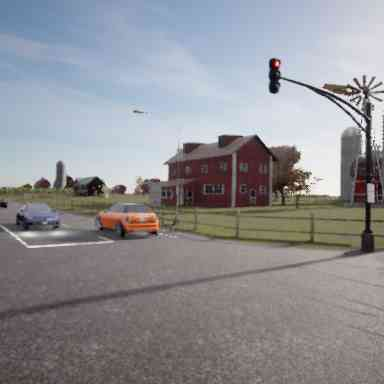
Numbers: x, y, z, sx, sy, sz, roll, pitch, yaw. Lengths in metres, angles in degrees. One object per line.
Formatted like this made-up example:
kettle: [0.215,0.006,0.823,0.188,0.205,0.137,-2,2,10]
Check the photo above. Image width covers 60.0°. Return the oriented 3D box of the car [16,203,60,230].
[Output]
car: [-9.389,1.414,20.122,1.812,1.442,4.674,2,-1,-35]

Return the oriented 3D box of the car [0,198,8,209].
car: [-22.896,1.341,39.170,1.895,1.301,4.718,2,-1,-35]

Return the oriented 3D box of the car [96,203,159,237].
car: [-3.668,1.376,18.358,2.097,1.767,4.553,2,-1,-34]
